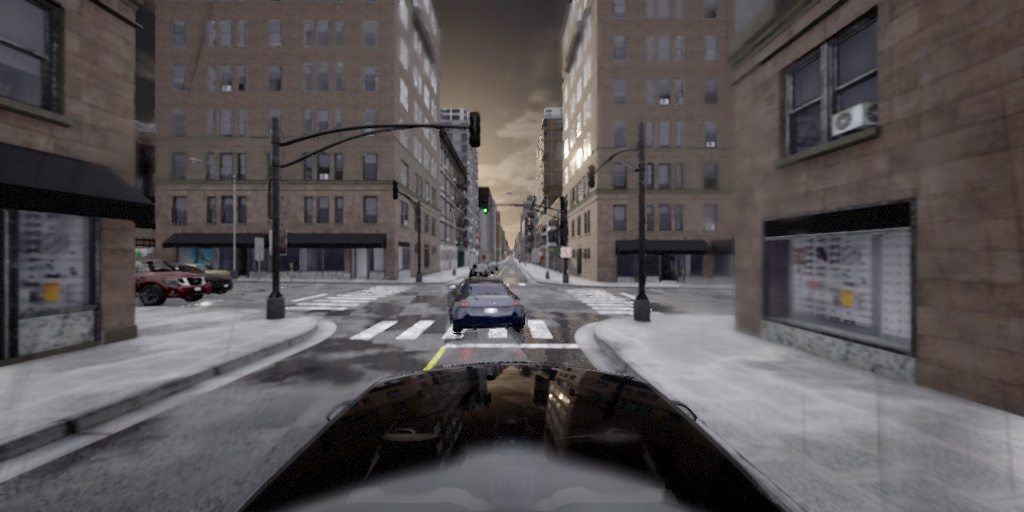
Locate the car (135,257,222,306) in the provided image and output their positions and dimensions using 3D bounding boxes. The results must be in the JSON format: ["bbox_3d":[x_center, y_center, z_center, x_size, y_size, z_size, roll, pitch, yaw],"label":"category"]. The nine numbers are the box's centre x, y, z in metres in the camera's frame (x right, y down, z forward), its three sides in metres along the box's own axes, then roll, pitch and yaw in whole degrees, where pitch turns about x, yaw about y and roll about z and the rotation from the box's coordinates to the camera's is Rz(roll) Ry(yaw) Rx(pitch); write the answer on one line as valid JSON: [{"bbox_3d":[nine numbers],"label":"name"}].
[{"bbox_3d":[-14.961,0.949,14.165,5.009,1.841,2.192,0,0,0],"label":"car"}]

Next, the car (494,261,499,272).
[{"bbox_3d":[-3.097,1.549,44.902,2.033,1.411,5.357,0,0,0],"label":"car"}]

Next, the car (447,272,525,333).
[{"bbox_3d":[-0.942,1.361,11.035,1.994,1.385,4.181,0,0,-12],"label":"car"}]

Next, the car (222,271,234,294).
[{"bbox_3d":[-15.990,1.097,16.915,5.008,1.535,1.882,1,0,-1],"label":"car"}]

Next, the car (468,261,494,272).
[{"bbox_3d":[-3.096,1.446,35.079,1.837,1.490,4.892,0,0,0],"label":"car"}]

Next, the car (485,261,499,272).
[{"bbox_3d":[-3.059,1.543,55.311,1.882,1.535,5.008,0,0,0],"label":"car"}]
